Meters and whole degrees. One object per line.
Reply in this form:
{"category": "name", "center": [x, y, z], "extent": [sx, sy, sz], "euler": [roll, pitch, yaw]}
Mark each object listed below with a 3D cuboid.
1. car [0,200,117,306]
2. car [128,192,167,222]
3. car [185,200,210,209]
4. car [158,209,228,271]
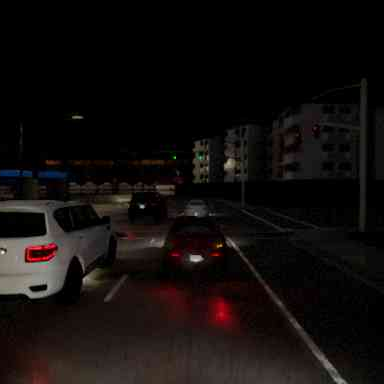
{"category": "car", "center": [-3.395, 1.203, 8.100], "extent": [2.150, 2.045, 5.566], "euler": [0, 0, -1]}
{"category": "car", "center": [-3.162, 1.039, 24.600], "extent": [2.150, 2.045, 5.566], "euler": [0, 1, 3]}
{"category": "car", "center": [0.418, 1.324, 26.060], "extent": [1.812, 1.442, 4.674], "euler": [0, 1, 3]}
{"category": "car", "center": [0.091, 1.502, 10.728], "extent": [1.812, 1.442, 4.674], "euler": [0, 0, 0]}
